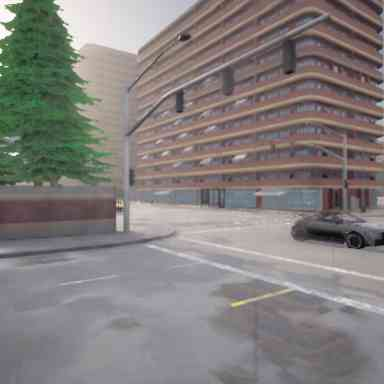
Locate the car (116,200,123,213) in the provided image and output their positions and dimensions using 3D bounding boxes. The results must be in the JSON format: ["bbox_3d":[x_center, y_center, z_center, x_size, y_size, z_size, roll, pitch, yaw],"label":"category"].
[{"bbox_3d":[-8.369,1.538,35.746,1.882,1.535,5.008,0,0,-35],"label":"car"}]

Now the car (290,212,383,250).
[{"bbox_3d":[6.447,1.604,14.612,1.994,1.385,4.181,0,0,-35],"label":"car"}]
